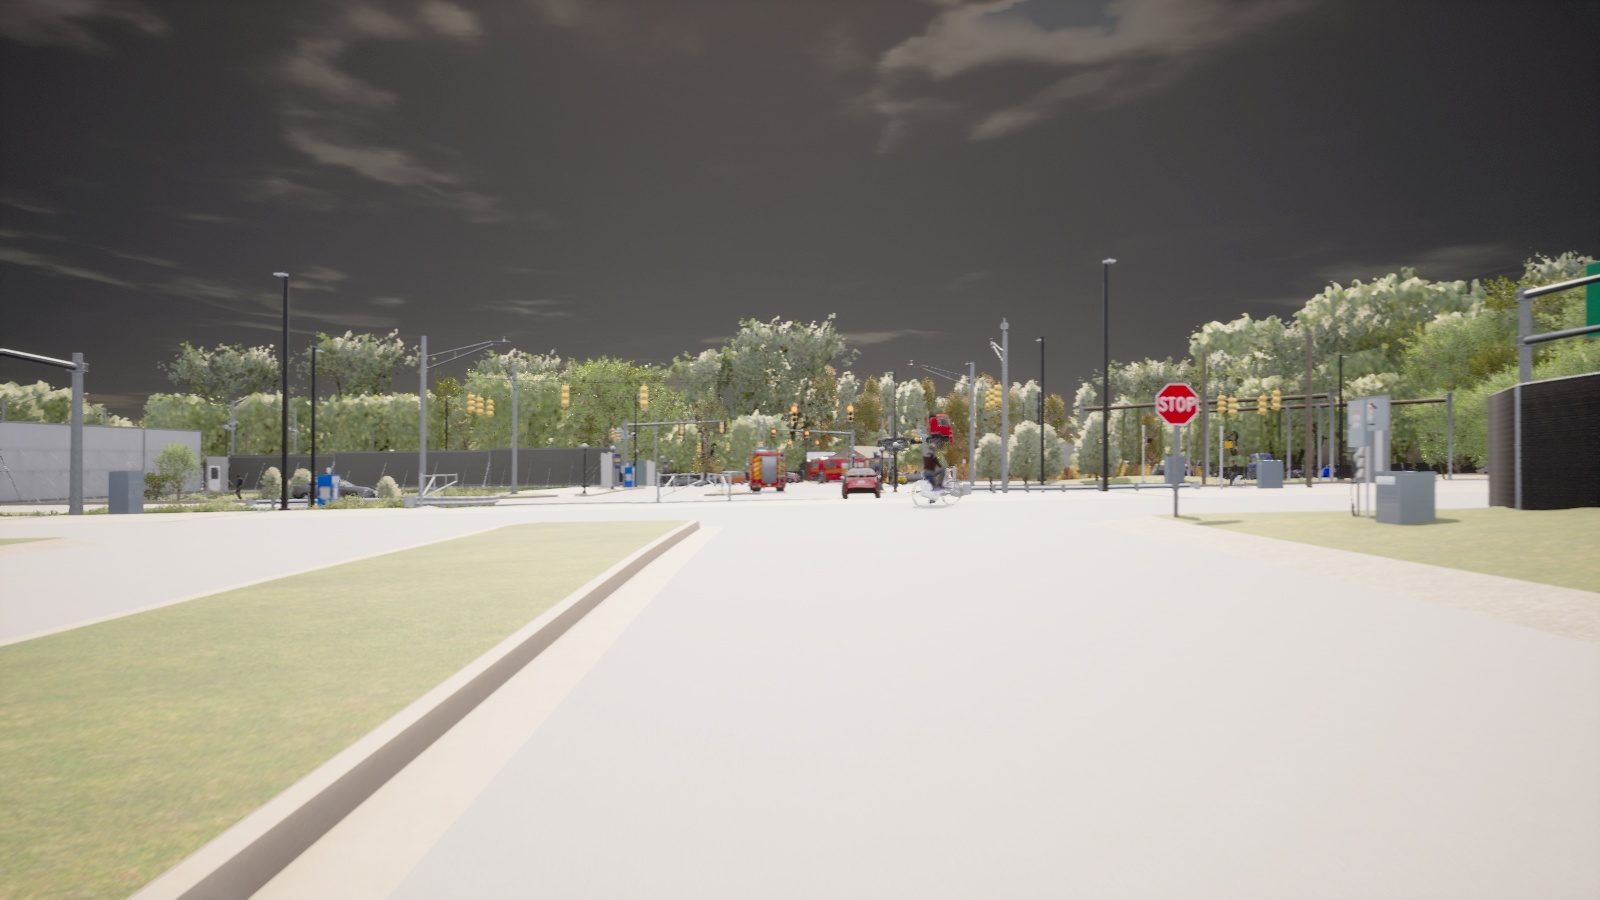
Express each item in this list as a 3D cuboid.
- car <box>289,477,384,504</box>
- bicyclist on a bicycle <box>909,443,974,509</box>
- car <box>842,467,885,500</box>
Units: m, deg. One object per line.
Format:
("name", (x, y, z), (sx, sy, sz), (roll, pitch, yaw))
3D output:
("car", (-27.562, 2.399, 74.757), (4.902, 1.511, 2.128), (0, -1, 0))
("bicyclist on a bicycle", (3.984, 0.712, 35.346), (1.843, 1.776, 0.659), (-1, 2, -35))
("car", (3.053, 1.587, 60.859), (2.007, 1.525, 4.514), (-1, -1, 2))
